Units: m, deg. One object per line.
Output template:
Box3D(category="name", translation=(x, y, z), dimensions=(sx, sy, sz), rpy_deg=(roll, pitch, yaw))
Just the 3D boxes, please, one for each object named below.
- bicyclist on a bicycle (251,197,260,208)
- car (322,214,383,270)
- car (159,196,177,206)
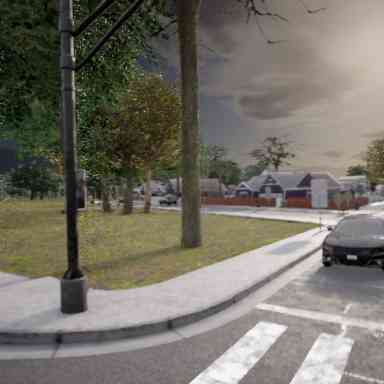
Box3D(category="bicyclist on a bicycle", translation=(9.146, 1.559, 48.029), dimensions=(1.656, 1.620, 0.582), rpy_deg=(-2, 0, -27))
Box3D(category="car", translation=(5.877, 1.561, 11.415), dimensions=(1.882, 1.535, 5.008), rpy_deg=(-2, -1, 34))
Box3D(category="car", translation=(-5.001, 1.889, 69.448), dimensions=(2.150, 2.045, 5.566), rpy_deg=(-2, 0, -26))
